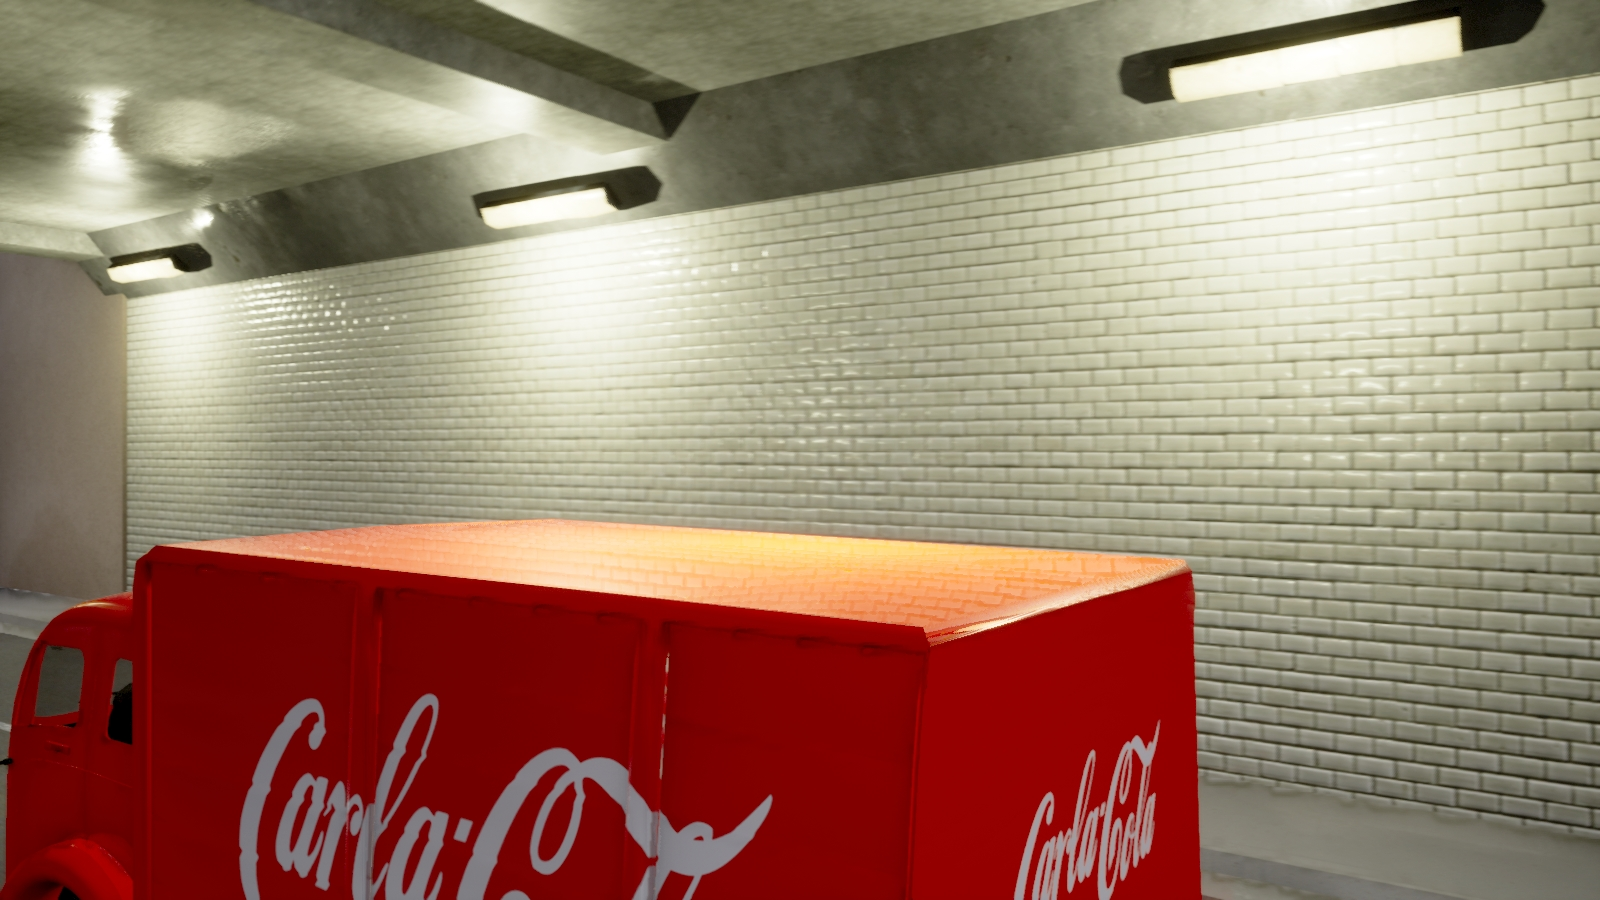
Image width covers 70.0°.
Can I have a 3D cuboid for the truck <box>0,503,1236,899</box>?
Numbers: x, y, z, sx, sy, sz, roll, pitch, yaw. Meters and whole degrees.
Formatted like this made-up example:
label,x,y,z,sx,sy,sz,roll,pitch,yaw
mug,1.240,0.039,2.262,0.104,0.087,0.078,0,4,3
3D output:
label,x,y,z,sx,sy,sz,roll,pitch,yaw
truck,-1.261,1.568,4.668,5.204,2.467,2.627,0,0,35
